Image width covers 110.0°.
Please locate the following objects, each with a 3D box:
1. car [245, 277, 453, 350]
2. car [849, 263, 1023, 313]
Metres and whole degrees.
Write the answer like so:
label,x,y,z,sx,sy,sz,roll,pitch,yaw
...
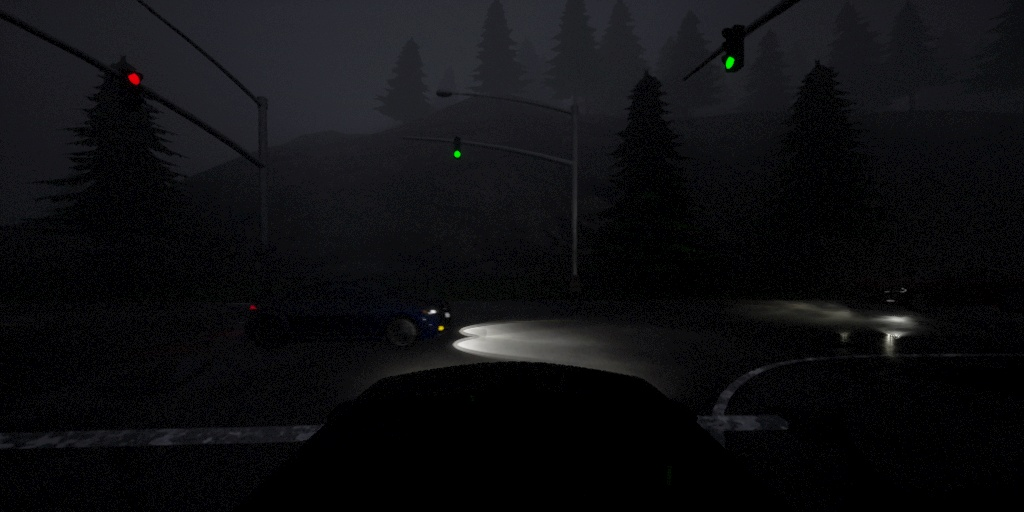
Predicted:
label,x,y,z,sx,sy,sz,roll,pitch,yaw
car,-3.487,1.179,8.130,4.181,1.385,1.994,0,1,-2
car,14.587,1.017,12.332,5.008,1.535,1.882,0,1,-1
